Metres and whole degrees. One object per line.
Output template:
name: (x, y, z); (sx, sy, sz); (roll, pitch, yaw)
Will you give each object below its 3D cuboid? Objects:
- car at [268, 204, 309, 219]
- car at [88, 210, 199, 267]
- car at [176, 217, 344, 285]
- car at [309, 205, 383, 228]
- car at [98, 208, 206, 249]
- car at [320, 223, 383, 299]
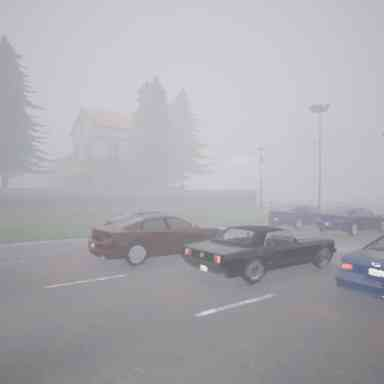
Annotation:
car: (7.146, 1.522, 21.785); (5.008, 1.535, 1.882); (0, 0, -36)
car: (-1.027, 1.492, 11.646); (5.008, 1.535, 1.882); (0, 0, -36)
car: (2.113, 1.618, 9.577); (4.718, 1.301, 1.895); (0, 0, -35)
car: (9.092, 1.522, 18.875); (5.008, 1.535, 1.882); (0, 0, -36)
car: (-1.755, 1.544, 15.418); (4.674, 1.442, 1.812); (0, 0, -36)
car: (5.502, 1.568, 7.691); (5.357, 1.411, 2.033); (0, 0, -35)
